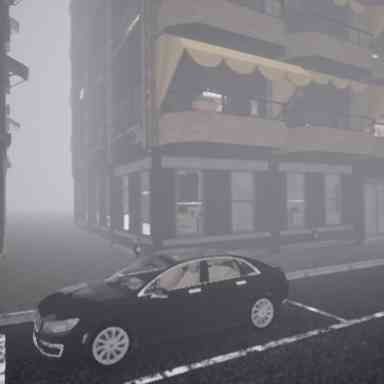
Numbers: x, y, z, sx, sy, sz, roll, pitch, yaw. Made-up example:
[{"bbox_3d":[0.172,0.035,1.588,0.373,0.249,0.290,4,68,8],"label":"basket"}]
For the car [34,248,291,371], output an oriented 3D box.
[{"bbox_3d":[-0.291,1.700,5.731,4.403,1.369,2.008,1,-2,-29],"label":"car"}]
